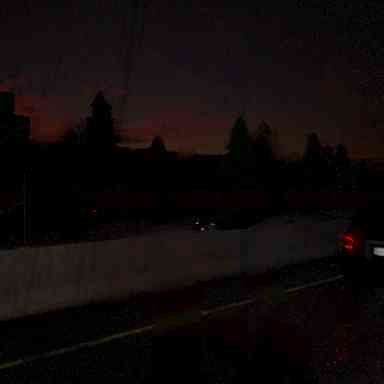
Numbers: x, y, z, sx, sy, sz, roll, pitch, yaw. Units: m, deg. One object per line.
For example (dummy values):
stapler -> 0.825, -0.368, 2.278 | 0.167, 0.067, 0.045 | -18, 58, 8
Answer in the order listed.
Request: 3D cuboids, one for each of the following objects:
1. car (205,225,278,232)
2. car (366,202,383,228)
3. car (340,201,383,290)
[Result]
car -> 2.721, 1.560, 18.826 | 5.357, 1.411, 2.033 | 0, 0, -36
car -> 14.032, 1.500, 22.589 | 5.008, 1.535, 1.882 | 0, 0, -35
car -> 5.785, 1.230, 7.869 | 5.566, 2.045, 2.150 | 0, 0, -35
